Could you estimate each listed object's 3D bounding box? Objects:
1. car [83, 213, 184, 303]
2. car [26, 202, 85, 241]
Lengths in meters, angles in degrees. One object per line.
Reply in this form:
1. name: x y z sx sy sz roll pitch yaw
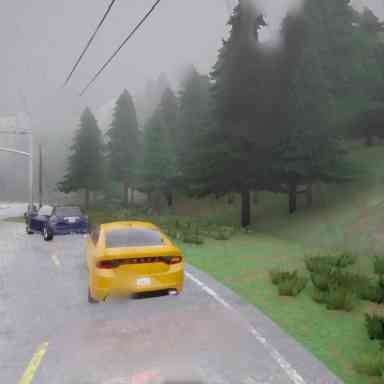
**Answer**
1. car: -1.665 1.478 8.400 1.882 1.535 5.008 0 0 -18
2. car: -6.928 1.352 17.052 2.097 1.767 4.553 0 0 -40
